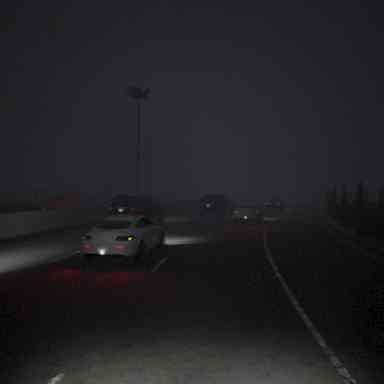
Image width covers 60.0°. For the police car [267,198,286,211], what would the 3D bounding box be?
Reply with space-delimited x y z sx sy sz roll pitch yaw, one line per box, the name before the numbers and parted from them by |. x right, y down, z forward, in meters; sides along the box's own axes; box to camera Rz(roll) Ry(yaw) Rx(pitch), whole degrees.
police car | 10.451 1.544 41.166 2.038 1.542 4.974 0 0 22

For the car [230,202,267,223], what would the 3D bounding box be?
car | 4.423 1.543 25.483 1.812 1.442 4.674 0 0 17

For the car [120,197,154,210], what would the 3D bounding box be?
car | -7.252 1.512 44.415 2.128 1.511 4.902 0 0 22

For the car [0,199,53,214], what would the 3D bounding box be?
car | -11.459 1.458 21.087 2.128 1.511 4.902 0 0 13

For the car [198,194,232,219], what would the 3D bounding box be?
car | 2.255 1.233 30.019 2.150 2.045 5.566 0 0 20

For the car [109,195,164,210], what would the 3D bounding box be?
car | -3.668 1.213 22.872 2.150 2.045 5.566 0 0 15

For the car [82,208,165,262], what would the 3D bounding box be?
car | -2.308 1.520 12.049 1.812 1.442 4.674 0 0 8

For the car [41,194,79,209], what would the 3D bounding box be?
car | -14.552 1.186 35.524 2.150 2.045 5.566 0 0 20
